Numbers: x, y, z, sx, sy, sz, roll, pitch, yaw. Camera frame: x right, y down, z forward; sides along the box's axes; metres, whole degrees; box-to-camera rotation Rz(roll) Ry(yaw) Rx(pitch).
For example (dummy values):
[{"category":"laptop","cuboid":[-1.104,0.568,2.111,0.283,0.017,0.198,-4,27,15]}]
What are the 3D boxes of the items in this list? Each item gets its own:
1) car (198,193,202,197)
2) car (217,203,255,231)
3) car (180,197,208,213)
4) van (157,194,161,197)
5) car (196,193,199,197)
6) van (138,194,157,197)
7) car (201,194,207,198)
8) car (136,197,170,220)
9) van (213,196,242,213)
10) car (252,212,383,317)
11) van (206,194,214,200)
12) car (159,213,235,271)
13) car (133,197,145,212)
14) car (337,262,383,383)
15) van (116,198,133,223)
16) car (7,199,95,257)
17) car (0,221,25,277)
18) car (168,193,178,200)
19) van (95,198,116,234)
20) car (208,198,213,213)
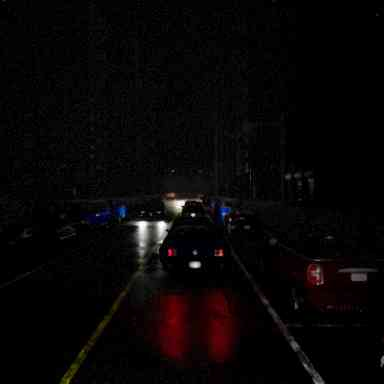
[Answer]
[{"category":"car","cuboid":[2.744,1.242,58.530,2.192,1.841,5.009,0,0,0]},{"category":"car","cuboid":[2.756,1.524,18.787,2.008,1.369,4.403,0,0,0]},{"category":"car","cuboid":[0.086,1.466,27.745,1.837,1.490,4.892,0,0,0]},{"category":"van","cuboid":[-5.779,1.273,52.840,1.690,1.788,3.998,0,0,0]},{"category":"car","cuboid":[2.737,1.453,85.503,2.008,1.369,4.403,0,0,0]},{"category":"van","cuboid":[-5.776,1.285,41.485,1.690,1.788,3.998,0,0,0]},{"category":"car","cuboid":[2.748,1.379,47.175,1.967,1.590,4.097,0,0,0]},{"category":"car","cuboid":[-3.107,1.466,27.533,1.837,1.490,4.892,0,0,0]},{"category":"van","cuboid":[2.754,1.306,24.465,1.690,1.788,3.998,0,0,0]},{"category":"car","cuboid":[2.759,1.429,7.431,1.967,1.590,4.097,0,0,0]},{"category":"van","cuboid":[2.751,1.292,35.819,1.690,1.788,3.998,0,0,0]},{"category":"car","cuboid":[0.090,1.585,10.781,1.895,1.301,4.718,0,0,0]},{"category":"car","cuboid":[-5.774,1.532,35.808,1.802,1.307,4.206,0,0,0]},{"category":"car","cuboid":[2.761,1.548,1.754,2.008,1.369,4.403,0,0,0]},{"category":"van","cuboid":[-5.771,1.306,24.453,1.690,1.788,3.998,0,0,0]},{"category":"car","cuboid":[-5.768,1.295,13.097,2.192,1.841,5.009,0,0,0]},{"category":"car","cuboid":[-5.766,1.570,7.420,1.802,1.307,4.206,0,0,0]},{"category":"car","cuboid":[-5.790,1.213,91.132,2.192,1.841,5.009,0,0,0]},{"category":"van","cuboid":[-5.769,1.313,18.775,1.690,1.788,3.998,0,0,0]},{"category":"car","cuboid":[2.753,1.503,30.142,1.887,1.381,4.507,0,0,0]}]
